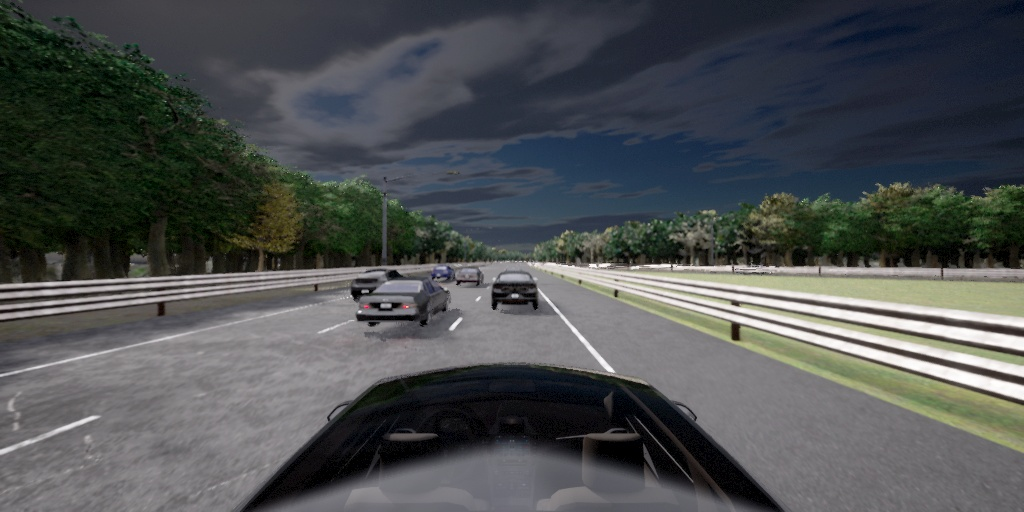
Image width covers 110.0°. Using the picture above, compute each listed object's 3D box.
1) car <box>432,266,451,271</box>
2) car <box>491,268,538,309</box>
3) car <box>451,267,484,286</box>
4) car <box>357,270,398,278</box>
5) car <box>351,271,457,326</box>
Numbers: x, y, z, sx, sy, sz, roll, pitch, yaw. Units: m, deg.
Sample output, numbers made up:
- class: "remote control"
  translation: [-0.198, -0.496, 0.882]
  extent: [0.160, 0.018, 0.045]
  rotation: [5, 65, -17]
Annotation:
- class: "car"
  translation: [-6.850, 1.671, 35.813]
  extent: [1.812, 1.442, 4.674]
  rotation: [0, -1, 0]
- class: "car"
  translation: [0.120, 1.395, 16.095]
  extent: [1.882, 1.535, 5.008]
  rotation: [0, -1, 0]
- class: "car"
  translation: [-3.348, 1.618, 29.331]
  extent: [2.033, 1.411, 5.357]
  rotation: [1, 0, 0]
- class: "car"
  translation: [-6.873, 1.459, 19.197]
  extent: [1.837, 1.490, 4.892]
  rotation: [0, -1, 0]
- class: "car"
  translation: [-3.391, 1.418, 12.183]
  extent: [2.033, 1.411, 5.357]
  rotation: [0, -1, 0]
